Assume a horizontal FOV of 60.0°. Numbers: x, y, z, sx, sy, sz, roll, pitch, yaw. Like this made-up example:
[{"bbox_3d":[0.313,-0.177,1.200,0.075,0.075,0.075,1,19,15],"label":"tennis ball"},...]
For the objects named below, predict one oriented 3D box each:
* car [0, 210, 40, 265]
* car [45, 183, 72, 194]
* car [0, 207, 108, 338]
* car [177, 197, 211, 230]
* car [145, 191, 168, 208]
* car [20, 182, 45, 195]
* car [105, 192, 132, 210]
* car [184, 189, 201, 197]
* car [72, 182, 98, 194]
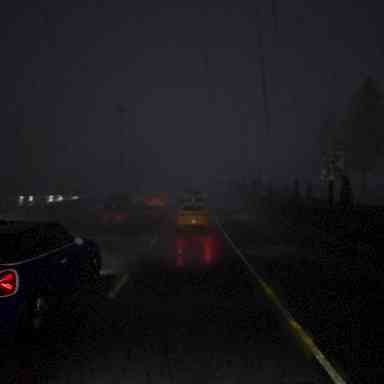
[{"bbox_3d":[-6.901,1.487,10.575,1.882,1.535,5.008,0,0,0],"label":"car"},{"bbox_3d":[-17.577,-0.559,44.878,1.994,1.385,4.181,0,7,0],"label":"car"},{"bbox_3d":[-3.401,1.358,6.776,2.097,1.767,4.553,0,0,0],"label":"car"},{"bbox_3d":[0.098,1.372,20.410,1.882,1.535,5.008,0,1,0],"label":"car"},{"bbox_3d":[-3.418,0.668,32.734,1.882,1.535,5.008,0,5,0],"label":"car"},{"bbox_3d":[-21.077,-0.569,44.789,2.033,1.411,5.357,0,7,0],"label":"car"},{"bbox_3d":[-6.915,0.774,31.592,2.128,1.511,4.902,0,4,0],"label":"car"},{"bbox_3d":[0.061,0.327,37.687,1.895,1.301,4.718,0,6,0],"label":"car"},{"bbox_3d":[-14.077,-0.588,44.859,1.812,1.442,4.674,0,7,0],"label":"car"}]
